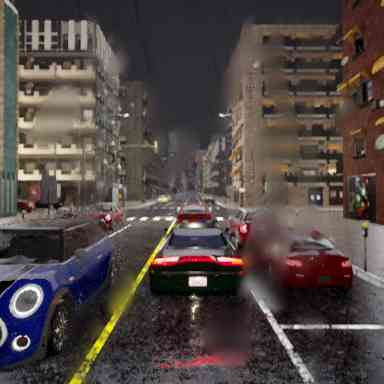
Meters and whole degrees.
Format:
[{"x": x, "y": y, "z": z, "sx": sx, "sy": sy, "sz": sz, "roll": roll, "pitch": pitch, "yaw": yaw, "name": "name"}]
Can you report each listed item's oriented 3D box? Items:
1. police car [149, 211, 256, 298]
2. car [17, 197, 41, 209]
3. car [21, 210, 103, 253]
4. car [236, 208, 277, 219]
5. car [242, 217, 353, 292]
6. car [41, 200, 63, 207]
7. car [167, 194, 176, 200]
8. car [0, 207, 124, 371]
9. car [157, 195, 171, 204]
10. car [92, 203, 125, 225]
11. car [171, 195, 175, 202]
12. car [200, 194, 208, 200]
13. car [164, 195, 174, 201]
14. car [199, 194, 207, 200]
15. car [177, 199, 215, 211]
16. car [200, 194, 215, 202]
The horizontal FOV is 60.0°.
[{"x": 0.124, "y": 1.477, "z": 8.574, "sx": 2.038, "sy": 1.542, "sz": 4.974, "roll": 0, "pitch": 0, "yaw": 0, "name": "police car"}, {"x": -17.462, "y": 1.134, "z": 31.242, "sx": 5.009, "sy": 1.841, "sz": 2.192, "roll": 0, "pitch": -1, "yaw": 0, "name": "car"}, {"x": -5.267, "y": 1.536, "z": 14.144, "sx": 1.802, "sy": 1.307, "sz": 4.206, "roll": 1, "pitch": 0, "yaw": 0, "name": "car"}, {"x": 2.620, "y": 1.394, "z": 14.140, "sx": 1.967, "sy": 1.590, "sz": 4.097, "roll": 1, "pitch": 0, "yaw": 0, "name": "car"}, {"x": 2.600, "y": 1.554, "z": 8.591, "sx": 1.802, "sy": 1.307, "sz": 4.206, "roll": 1, "pitch": 0, "yaw": 0, "name": "car"}, {"x": -17.498, "y": 1.456, "z": 39.120, "sx": 4.313, "sy": 1.339, "sz": 1.947, "roll": 0, "pitch": -1, "yaw": 0, "name": "car"}, {"x": -5.046, "y": 1.280, "z": 80.589, "sx": 1.887, "sy": 1.381, "sz": 4.507, "roll": 1, "pitch": 0, "yaw": 0, "name": "car"}, {"x": -2.812, "y": 1.333, "z": 5.985, "sx": 2.097, "sy": 1.767, "sz": 4.553, "roll": 0, "pitch": 0, "yaw": 0, "name": "car"}, {"x": -5.120, "y": 1.337, "z": 57.735, "sx": 1.752, "sy": 1.417, "sz": 4.829, "roll": 1, "pitch": 0, "yaw": 0, "name": "car"}, {"x": -5.251, "y": 1.377, "z": 19.692, "sx": 1.967, "sy": 1.590, "sz": 4.097, "roll": 1, "pitch": 0, "yaw": 0, "name": "car"}, {"x": -5.083, "y": 1.299, "z": 69.077, "sx": 1.752, "sy": 1.417, "sz": 4.829, "roll": 1, "pitch": 0, "yaw": 0, "name": "car"}, {"x": 2.834, "y": 1.280, "z": 80.593, "sx": 1.887, "sy": 1.381, "sz": 4.507, "roll": 1, "pitch": 0, "yaw": 0, "name": "car"}, {"x": -5.065, "y": 1.320, "z": 74.918, "sx": 1.947, "sy": 1.339, "sz": 4.313, "roll": 1, "pitch": 0, "yaw": 0, "name": "car"}, {"x": 2.853, "y": 1.267, "z": 86.264, "sx": 2.008, "sy": 1.369, "sz": 4.403, "roll": 1, "pitch": 0, "yaw": 0, "name": "car"}, {"x": 0.125, "y": 1.416, "z": 19.035, "sx": 1.882, "sy": 1.535, "sz": 5.008, "roll": 0, "pitch": 0, "yaw": 0, "name": "car"}, {"x": 2.742, "y": 1.380, "z": 52.239, "sx": 2.008, "sy": 1.369, "sz": 4.403, "roll": 1, "pitch": 0, "yaw": 0, "name": "car"}]
